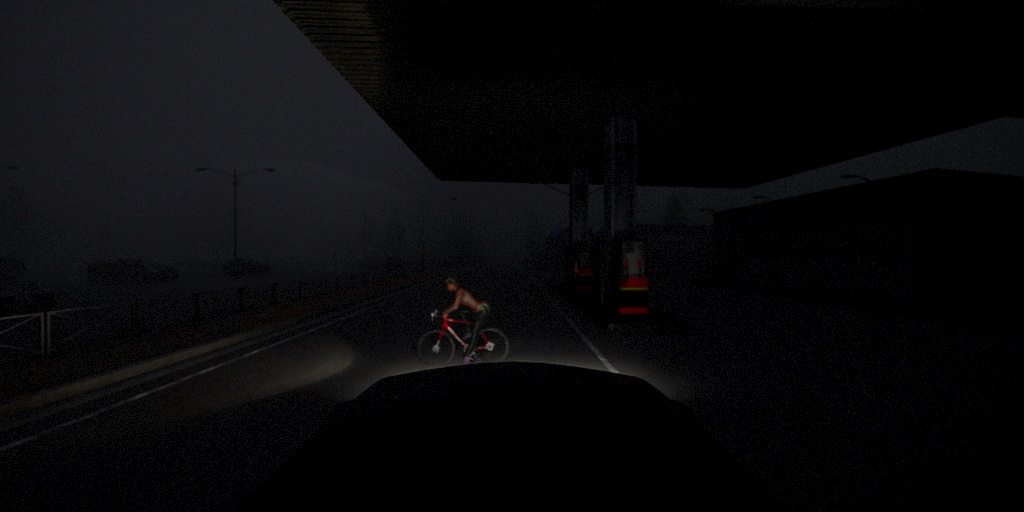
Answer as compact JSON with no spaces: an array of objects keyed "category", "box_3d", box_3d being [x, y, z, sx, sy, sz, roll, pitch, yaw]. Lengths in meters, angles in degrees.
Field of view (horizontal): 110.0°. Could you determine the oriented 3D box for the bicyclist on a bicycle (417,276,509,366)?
[{"category":"bicyclist on a bicycle","box_3d":[-0.890,1.181,6.424,1.656,1.620,0.582,-2,0,0]}]
